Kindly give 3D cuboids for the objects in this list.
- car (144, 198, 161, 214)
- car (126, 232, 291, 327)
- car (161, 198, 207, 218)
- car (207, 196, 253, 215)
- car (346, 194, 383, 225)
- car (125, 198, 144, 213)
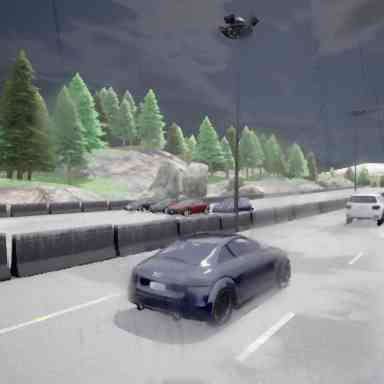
[{"bbox_3d":[-2.224,1.417,33.384,1.837,1.490,4.892,0,1,36],"label":"car"},{"bbox_3d":[0.601,1.565,7.235,1.994,1.385,4.181,0,0,36],"label":"car"},{"bbox_3d":[-0.228,1.401,30.184,1.882,1.535,5.008,0,0,36],"label":"car"},{"bbox_3d":[3.648,1.259,29.555,2.097,1.767,4.553,0,0,36],"label":"car"},{"bbox_3d":[12.439,1.125,23.454,2.150,2.045,5.566,0,1,36],"label":"car"},{"bbox_3d":[-4.984,1.403,35.541,2.128,1.511,4.902,0,0,36],"label":"car"}]
